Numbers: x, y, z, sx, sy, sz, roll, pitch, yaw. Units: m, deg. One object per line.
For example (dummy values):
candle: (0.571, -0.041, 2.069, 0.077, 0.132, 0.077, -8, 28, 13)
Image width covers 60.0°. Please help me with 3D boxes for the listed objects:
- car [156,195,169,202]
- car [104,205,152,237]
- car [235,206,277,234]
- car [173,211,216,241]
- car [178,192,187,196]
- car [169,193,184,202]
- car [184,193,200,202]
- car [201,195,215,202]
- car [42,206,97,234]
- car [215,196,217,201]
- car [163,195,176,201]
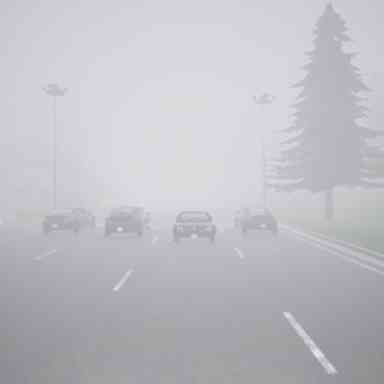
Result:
car: (-6.979, 1.476, 74.349, 1.837, 1.490, 4.892, 0, 0, 2)
car: (-3.402, 1.499, 18.132, 1.837, 1.490, 4.892, 0, 0, 0)
car: (3.585, 1.520, 19.081, 1.812, 1.442, 4.674, 0, 0, 0)
car: (0.098, 1.596, 16.482, 1.895, 1.301, 4.718, 0, 0, 0)
car: (-2.047, 1.053, 84.413, 2.150, 2.045, 5.566, 0, 0, 17)
car: (-3.477, 1.573, 74.472, 1.895, 1.301, 4.718, 0, 0, 2)
car: (0.003, 1.502, 73.269, 2.128, 1.511, 4.902, 0, 0, 2)
car: (3.503, 1.454, 73.269, 1.882, 1.535, 5.008, 0, 0, 2)
car: (-6.915, 1.520, 19.080, 1.812, 1.442, 4.674, 0, 0, 0)
car: (4.974, 1.469, 83.547, 2.033, 1.411, 5.357, 0, 0, 17)
car: (-5.643, 1.494, 84.432, 1.812, 1.442, 4.674, 0, 0, 17)
